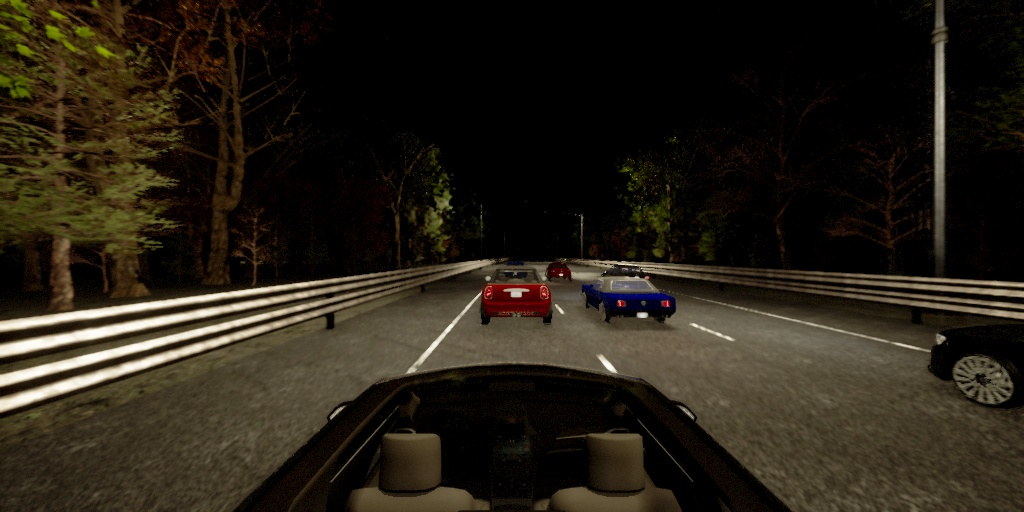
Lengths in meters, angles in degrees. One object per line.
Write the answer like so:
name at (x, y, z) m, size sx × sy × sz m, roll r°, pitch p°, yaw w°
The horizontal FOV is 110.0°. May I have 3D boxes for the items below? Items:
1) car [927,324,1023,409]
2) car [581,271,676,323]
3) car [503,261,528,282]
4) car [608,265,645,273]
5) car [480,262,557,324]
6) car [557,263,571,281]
car at (7.106, 1.243, 3.264) m, size 2.128 × 1.511 × 4.902 m, roll 0°, pitch 0°, yaw 0°
car at (3.631, 1.353, 12.157) m, size 1.895 × 1.301 × 4.718 m, roll 0°, pitch 0°, yaw 0°
car at (0.299, 1.228, 30.205) m, size 1.882 × 1.535 × 5.008 m, roll 0°, pitch 0°, yaw 1°
car at (7.213, 1.300, 23.133) m, size 2.033 × 1.411 × 5.357 m, roll 0°, pitch 0°, yaw 1°
car at (0.133, 1.103, 12.183) m, size 2.097 × 1.767 × 4.553 m, roll 0°, pitch 0°, yaw 0°
car at (3.793, 1.277, 29.782) m, size 1.812 × 1.442 × 4.674 m, roll 0°, pitch 0°, yaw 1°
